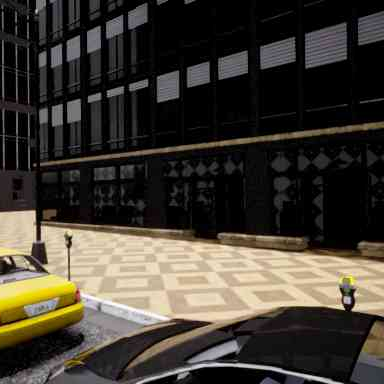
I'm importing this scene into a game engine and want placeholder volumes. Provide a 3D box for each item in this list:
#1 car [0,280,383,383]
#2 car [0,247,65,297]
[{"bbox_3d":[0.725,1.566,2.329,4.313,1.339,1.947,0,-1,35],"label":"car"},{"bbox_3d":[-3.911,1.527,5.840,4.829,1.417,1.752,0,-1,35],"label":"car"}]
